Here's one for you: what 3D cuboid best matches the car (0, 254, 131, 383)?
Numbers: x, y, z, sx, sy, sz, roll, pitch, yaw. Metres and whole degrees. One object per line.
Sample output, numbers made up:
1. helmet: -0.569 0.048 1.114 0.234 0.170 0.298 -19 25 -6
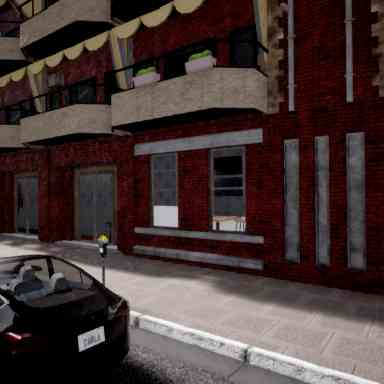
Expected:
1. car: -2.739 1.567 4.681 4.313 1.339 1.947 0 -1 35
